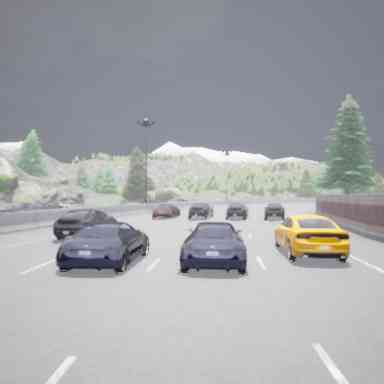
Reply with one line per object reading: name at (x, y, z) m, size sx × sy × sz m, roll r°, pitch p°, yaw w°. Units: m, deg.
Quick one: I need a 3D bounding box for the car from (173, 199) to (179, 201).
car at (-2.947, 2.208, 71.487) m, size 1.837 × 1.490 × 4.892 m, roll 0°, pitch -1°, yaw 28°

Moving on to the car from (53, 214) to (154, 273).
car at (-2.764, 1.665, 11.126) m, size 1.994 × 1.385 × 4.181 m, roll 0°, pitch -1°, yaw 5°

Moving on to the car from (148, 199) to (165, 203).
car at (-6.933, 2.244, 71.404) m, size 1.994 × 1.385 × 4.181 m, roll 0°, pitch -1°, yaw 26°

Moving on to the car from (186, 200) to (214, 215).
car at (0.969, 1.843, 32.845) m, size 1.837 × 1.490 × 4.892 m, roll 0°, pitch -1°, yaw 14°

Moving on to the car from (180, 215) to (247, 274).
car at (0.755, 1.681, 11.136) m, size 1.994 × 1.385 × 4.181 m, roll 0°, pitch -1°, yaw 5°

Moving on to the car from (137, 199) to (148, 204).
car at (-9.958, 2.235, 73.170) m, size 2.033 × 1.411 × 5.357 m, roll 0°, pitch -1°, yaw 26°

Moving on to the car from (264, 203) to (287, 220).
car at (8.058, 1.869, 32.311) m, size 1.837 × 1.490 × 4.892 m, roll 0°, pitch -1°, yaw 15°

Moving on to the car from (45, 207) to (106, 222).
car at (-5.523, 1.661, 17.795) m, size 1.837 × 1.490 × 4.892 m, roll 0°, pitch -1°, yaw 8°

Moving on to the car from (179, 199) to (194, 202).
car at (-0.315, 2.221, 68.986) m, size 1.812 × 1.442 × 4.674 m, roll 0°, pitch -1°, yaw 28°

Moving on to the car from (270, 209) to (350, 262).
car at (4.431, 1.630, 12.911) m, size 1.882 × 1.535 × 5.008 m, roll 0°, pitch -1°, yaw 6°

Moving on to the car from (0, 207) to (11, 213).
car at (-17.039, 1.828, 33.543) m, size 1.994 × 1.385 × 4.181 m, roll 0°, pitch -1°, yaw 13°

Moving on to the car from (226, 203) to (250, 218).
car at (4.508, 1.856, 32.576) m, size 1.837 × 1.490 × 4.892 m, roll 0°, pitch -1°, yaw 14°

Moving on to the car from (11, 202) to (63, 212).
car at (-14.003, 1.745, 31.125) m, size 2.128 × 1.511 × 4.902 m, roll 0°, pitch -1°, yaw 13°

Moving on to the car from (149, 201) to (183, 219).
car at (-2.482, 1.892, 33.457) m, size 1.994 × 1.385 × 4.181 m, roll 0°, pitch -1°, yaw 14°
